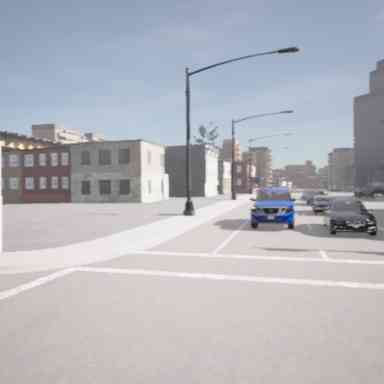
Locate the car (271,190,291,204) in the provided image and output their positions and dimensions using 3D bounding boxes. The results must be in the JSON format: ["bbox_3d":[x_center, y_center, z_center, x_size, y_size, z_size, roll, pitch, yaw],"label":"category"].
[{"bbox_3d":[10.239,0.530,38.165,2.033,1.411,5.357,0,2,16],"label":"car"}]

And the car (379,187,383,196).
[{"bbox_3d":[29.045,-0.180,52.951,2.033,1.411,5.357,0,1,16],"label":"car"}]

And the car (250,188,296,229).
[{"bbox_3d":[4.614,0.829,18.817,2.150,2.045,5.566,0,1,17],"label":"car"}]

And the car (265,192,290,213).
[{"bbox_3d":[7.284,0.826,28.109,1.837,1.490,4.892,0,2,16],"label":"car"}]

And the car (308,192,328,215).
[{"bbox_3d":[10.055,0.963,25.073,1.895,1.301,4.718,0,2,16],"label":"car"}]

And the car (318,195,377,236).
[{"bbox_3d":[7.495,1.130,16.173,1.837,1.490,4.892,-1,1,16],"label":"car"}]

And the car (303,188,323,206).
[{"bbox_3d":[12.649,0.570,33.998,1.837,1.490,4.892,0,2,16],"label":"car"}]

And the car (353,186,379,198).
[{"bbox_3d":[23.097,0.075,44.844,2.128,1.511,4.902,0,2,16],"label":"car"}]
